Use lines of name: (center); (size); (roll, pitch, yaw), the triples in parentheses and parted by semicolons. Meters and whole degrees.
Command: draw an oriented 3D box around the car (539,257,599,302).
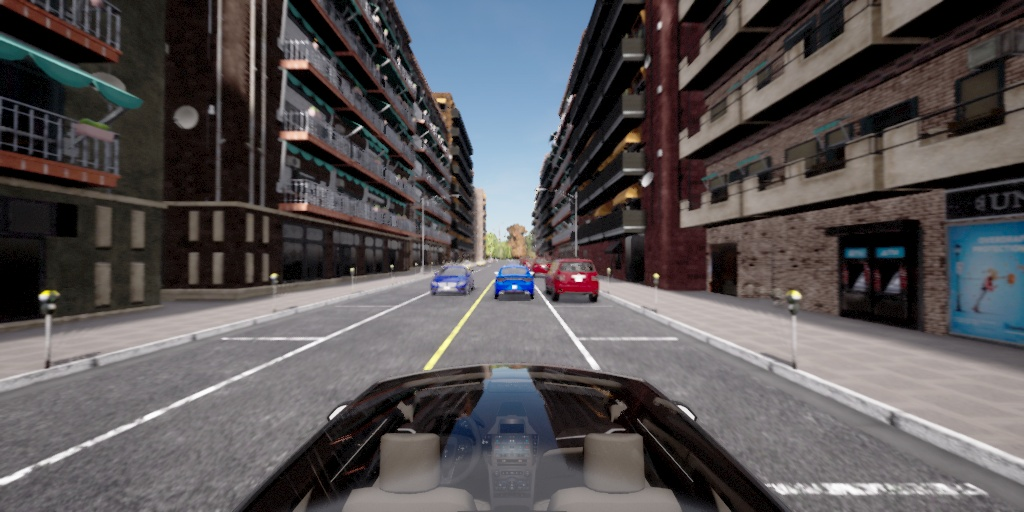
car: (2.701, 1.048, 16.961); (2.192, 1.841, 5.009); (0, 0, 0)

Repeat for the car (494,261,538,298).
car: (0.109, 1.210, 18.318); (1.882, 1.535, 5.008); (0, 0, 0)

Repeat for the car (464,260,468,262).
car: (-5.670, 1.269, 33.703); (2.007, 1.370, 4.403); (0, 0, 0)

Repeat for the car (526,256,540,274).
car: (2.710, 1.032, 33.664); (2.192, 1.841, 5.009); (0, 0, 0)

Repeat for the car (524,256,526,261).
car: (2.716, 1.148, 44.801); (1.967, 1.591, 4.097); (0, 0, 0)

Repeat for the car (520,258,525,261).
car: (0.123, 1.260, 39.838); (2.033, 1.411, 5.357); (0, 0, 0)

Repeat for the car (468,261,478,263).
car: (-5.664, 1.234, 44.669); (1.751, 1.417, 4.829); (0, 0, 0)

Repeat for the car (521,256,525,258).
car: (2.727, 1.010, 61.505); (2.192, 1.841, 5.009); (0, 0, 0)

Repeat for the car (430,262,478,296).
car: (-3.086, 1.257, 19.327); (1.812, 1.442, 4.674); (0, 0, 0)
